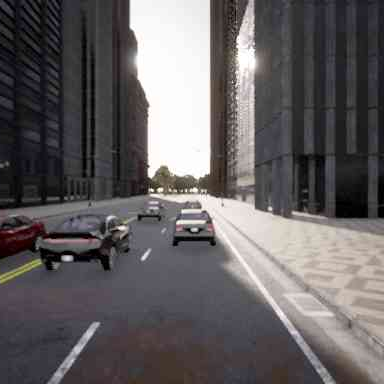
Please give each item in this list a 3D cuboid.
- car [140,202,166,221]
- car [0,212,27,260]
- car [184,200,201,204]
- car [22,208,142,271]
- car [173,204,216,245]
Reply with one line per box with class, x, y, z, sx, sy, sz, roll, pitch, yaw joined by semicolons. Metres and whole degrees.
car;-3.201;1.497;26.908;2.033;1.411;5.357;0;0;1
car;-6.588;1.456;10.837;1.882;1.535;5.008;0;0;0
car;0.087;1.500;36.293;1.994;1.385;4.181;0;0;0
car;-3.149;1.467;10.810;2.128;1.511;4.902;0;0;0
car;0.097;1.517;15.429;2.033;1.411;5.357;0;0;0
